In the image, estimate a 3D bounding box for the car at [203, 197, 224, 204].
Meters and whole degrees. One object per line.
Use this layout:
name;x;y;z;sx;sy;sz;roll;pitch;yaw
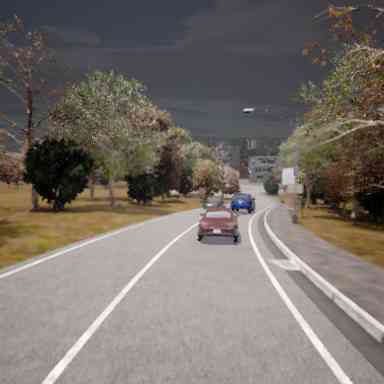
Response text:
car;2.630;1.383;39.423;2.128;1.511;4.902;2;0;16

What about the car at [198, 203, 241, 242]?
car;1.361;1.503;16.409;1.812;1.442;4.674;1;0;7

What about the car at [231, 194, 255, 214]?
car;5.669;1.209;36.611;2.150;2.045;5.566;2;0;16
